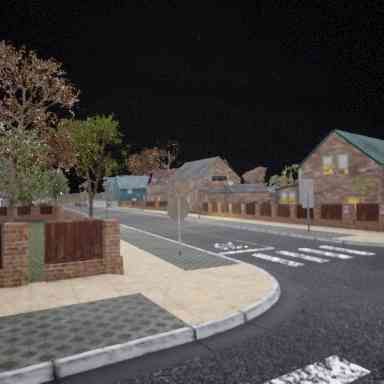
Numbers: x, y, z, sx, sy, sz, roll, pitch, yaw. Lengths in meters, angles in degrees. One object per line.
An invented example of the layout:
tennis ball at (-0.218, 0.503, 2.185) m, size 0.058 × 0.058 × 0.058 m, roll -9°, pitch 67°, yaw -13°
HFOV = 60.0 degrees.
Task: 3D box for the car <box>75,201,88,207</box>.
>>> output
car at (-28.854, 3.130, 88.089) m, size 2.033 × 1.411 × 5.357 m, roll -1°, pitch -1°, yaw -25°
